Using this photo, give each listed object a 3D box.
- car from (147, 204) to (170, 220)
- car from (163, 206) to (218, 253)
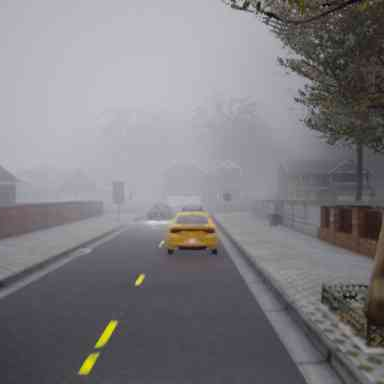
[{"bbox_3d":[-2.758,1.717,29.536,1.994,1.385,4.181,0,0,0],"label":"car"},{"bbox_3d":[0.033,1.574,14.197,1.882,1.535,5.008,0,0,0],"label":"car"}]
